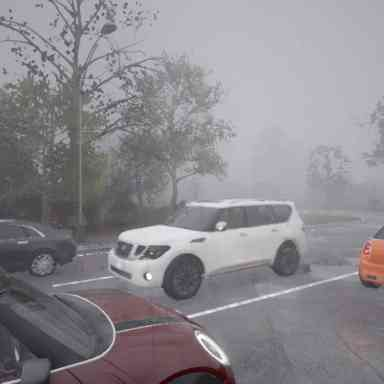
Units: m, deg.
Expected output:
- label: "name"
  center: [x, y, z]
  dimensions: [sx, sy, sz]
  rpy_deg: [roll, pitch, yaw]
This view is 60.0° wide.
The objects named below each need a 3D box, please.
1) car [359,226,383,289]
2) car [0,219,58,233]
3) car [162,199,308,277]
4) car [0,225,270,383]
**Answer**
- label: "car"
  center: [6.057, 1.352, 7.979]
  dimensions: [4.553, 1.767, 2.097]
  rpy_deg: [0, 0, -35]
- label: "car"
  center: [-5.550, 1.505, 8.612]
  dimensions: [4.892, 1.490, 1.837]
  rpy_deg: [0, 0, -35]
- label: "car"
  center: [0.689, 1.221, 8.748]
  dimensions: [5.566, 2.045, 2.150]
  rpy_deg: [0, 0, -35]
- label: "car"
  center: [-1.806, 1.352, 2.423]
  dimensions: [4.553, 1.767, 2.097]
  rpy_deg: [0, 0, -36]
